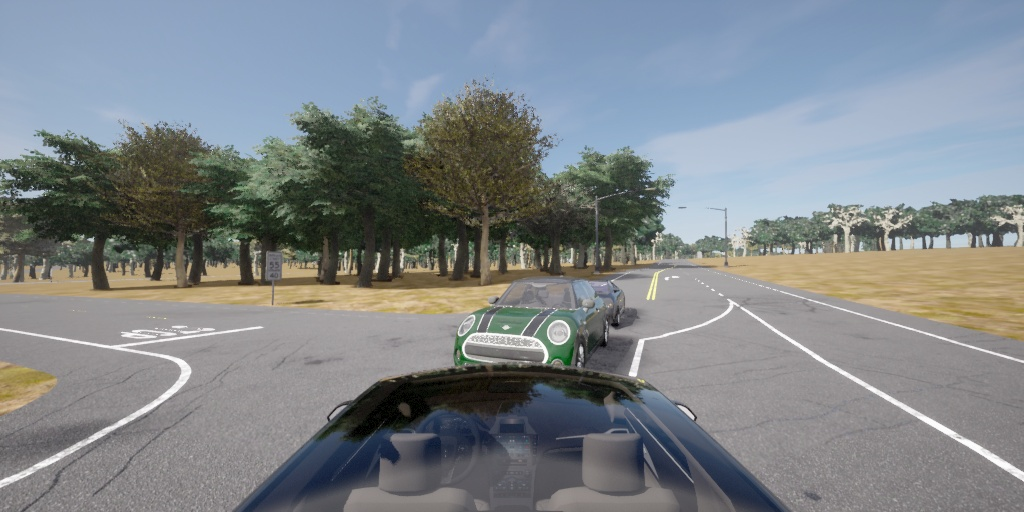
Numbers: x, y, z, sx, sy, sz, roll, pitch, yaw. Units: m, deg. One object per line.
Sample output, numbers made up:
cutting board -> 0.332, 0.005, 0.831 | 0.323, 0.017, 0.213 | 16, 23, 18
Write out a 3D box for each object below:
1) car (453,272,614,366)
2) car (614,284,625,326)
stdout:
car -> 0.686, 1.222, 7.430 | 2.097, 1.767, 4.553 | -1, -2, 22
car -> 2.913, 1.553, 12.861 | 1.994, 1.385, 4.181 | -2, 0, 22
